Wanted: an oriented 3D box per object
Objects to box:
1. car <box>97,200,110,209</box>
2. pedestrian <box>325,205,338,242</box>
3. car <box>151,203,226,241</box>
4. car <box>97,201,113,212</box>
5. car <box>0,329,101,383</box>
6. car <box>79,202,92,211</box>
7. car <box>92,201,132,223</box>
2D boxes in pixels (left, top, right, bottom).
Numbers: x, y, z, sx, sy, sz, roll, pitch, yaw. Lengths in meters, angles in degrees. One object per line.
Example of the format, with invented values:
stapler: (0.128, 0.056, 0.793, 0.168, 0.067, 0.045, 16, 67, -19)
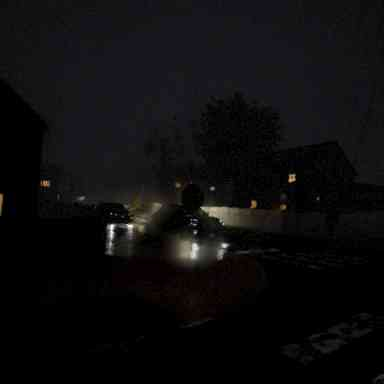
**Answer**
car: (-15.811, 2.248, 59.722, 1.994, 1.385, 4.181, 3, -1, -13)
pedestrian: (6.954, 1.555, 16.582, 0.375, 1.860, 0.375, 5, -3, -36)
car: (-0.269, 1.405, 16.929, 2.097, 1.767, 4.553, 4, -3, -33)
car: (-13.146, 2.125, 50.064, 1.994, 1.385, 4.181, 4, -2, -18)
car: (-2.725, 1.456, 0.939, 5.008, 1.535, 1.882, 1, 0, -35)
car: (-12.480, 1.856, 39.606, 1.895, 1.301, 4.718, 4, -2, -22)
car: (-6.324, 1.607, 26.772, 1.837, 1.490, 4.892, 4, -2, -30)
